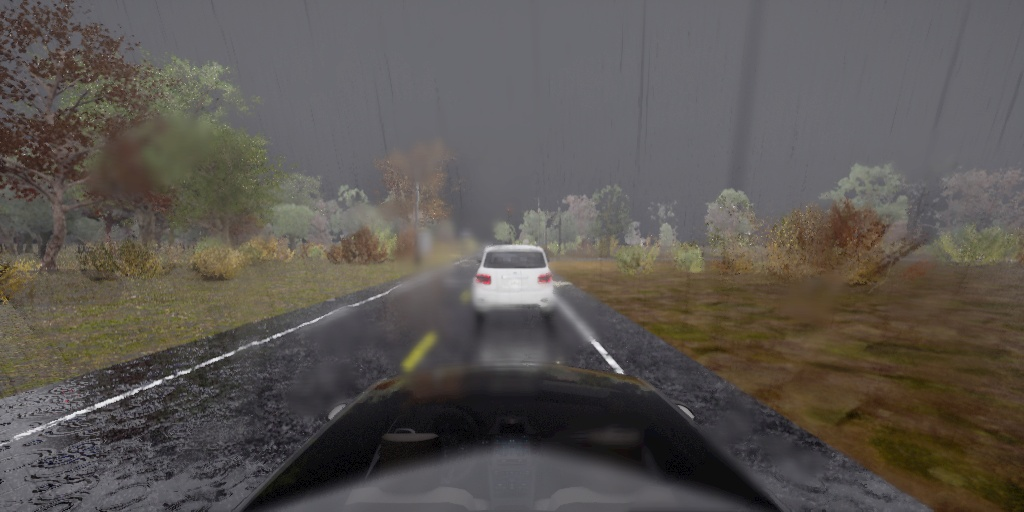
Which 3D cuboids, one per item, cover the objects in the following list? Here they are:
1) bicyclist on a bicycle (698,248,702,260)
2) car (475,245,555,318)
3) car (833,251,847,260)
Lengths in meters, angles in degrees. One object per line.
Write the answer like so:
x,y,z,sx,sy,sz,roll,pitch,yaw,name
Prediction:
23.732,-0.175,45.130,0.582,1.620,1.656,0,2,1,bicyclist on a bicycle
0.057,0.655,11.580,2.150,2.045,5.566,0,2,0,car
43.536,-0.203,47.621,4.902,1.511,2.128,0,2,4,car
